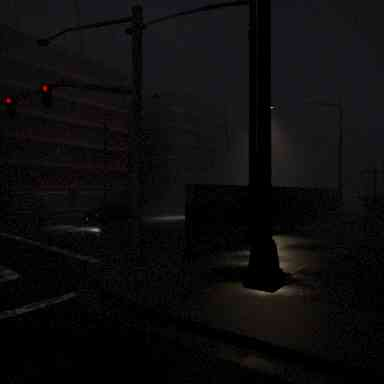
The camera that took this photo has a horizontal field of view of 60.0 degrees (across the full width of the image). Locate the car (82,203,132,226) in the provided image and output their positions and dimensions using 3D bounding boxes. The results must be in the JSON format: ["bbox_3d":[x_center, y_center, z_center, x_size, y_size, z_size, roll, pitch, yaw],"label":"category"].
[{"bbox_3d":[-5.616,1.523,23.898,1.812,1.442,4.674,0,0,35],"label":"car"}]
